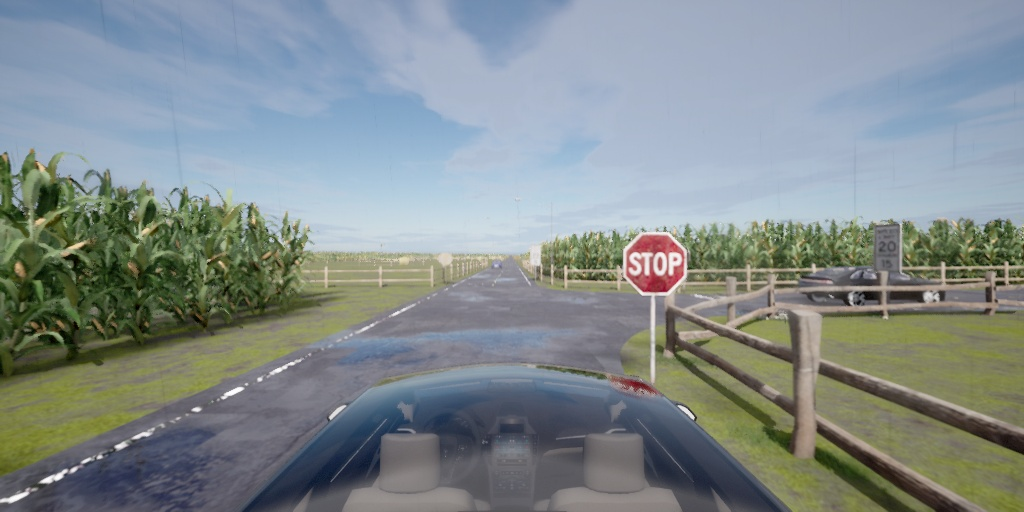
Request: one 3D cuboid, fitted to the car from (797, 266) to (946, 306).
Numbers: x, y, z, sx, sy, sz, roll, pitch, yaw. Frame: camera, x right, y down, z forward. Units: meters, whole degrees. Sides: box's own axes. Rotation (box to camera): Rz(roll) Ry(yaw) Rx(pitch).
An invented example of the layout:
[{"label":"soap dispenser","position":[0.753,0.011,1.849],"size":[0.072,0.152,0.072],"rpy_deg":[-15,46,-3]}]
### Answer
[{"label":"car","position":[14.096,1.161,14.185],"size":[4.902,1.511,2.128],"rpy_deg":[-1,0,-2]}]
